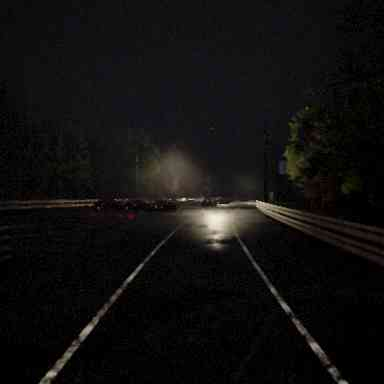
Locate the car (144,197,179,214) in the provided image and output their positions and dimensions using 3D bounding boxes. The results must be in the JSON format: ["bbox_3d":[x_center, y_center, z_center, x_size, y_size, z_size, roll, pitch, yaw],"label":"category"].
[{"bbox_3d":[-3.132,1.658,37.671,2.033,1.411,5.357,1,0,16],"label":"car"}]

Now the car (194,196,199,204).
[{"bbox_3d":[2.041,1.890,81.801,2.150,2.045,5.566,0,-1,16],"label":"car"}]

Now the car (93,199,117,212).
[{"bbox_3d":[-9.864,1.566,39.724,1.837,1.490,4.892,0,-1,16],"label":"car"}]

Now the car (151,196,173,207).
[{"bbox_3d":[-5.069,1.654,56.667,2.097,1.767,4.553,0,-1,16],"label":"car"}]

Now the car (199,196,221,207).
[{"bbox_3d":[3.271,1.756,60.450,2.097,1.767,4.553,0,-1,16],"label":"car"}]

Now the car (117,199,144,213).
[{"bbox_3d":[-6.512,1.595,38.722,1.812,1.442,4.674,0,-1,16],"label":"car"}]

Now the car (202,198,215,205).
[{"bbox_3d":[3.751,2.090,74.987,1.837,1.490,4.892,0,-1,16],"label":"car"}]

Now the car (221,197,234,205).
[{"bbox_3d":[7.659,2.105,75.943,1.882,1.535,5.008,0,-1,16],"label":"car"}]
